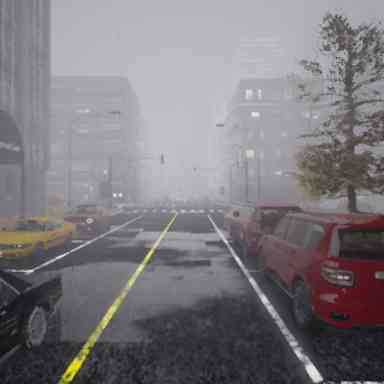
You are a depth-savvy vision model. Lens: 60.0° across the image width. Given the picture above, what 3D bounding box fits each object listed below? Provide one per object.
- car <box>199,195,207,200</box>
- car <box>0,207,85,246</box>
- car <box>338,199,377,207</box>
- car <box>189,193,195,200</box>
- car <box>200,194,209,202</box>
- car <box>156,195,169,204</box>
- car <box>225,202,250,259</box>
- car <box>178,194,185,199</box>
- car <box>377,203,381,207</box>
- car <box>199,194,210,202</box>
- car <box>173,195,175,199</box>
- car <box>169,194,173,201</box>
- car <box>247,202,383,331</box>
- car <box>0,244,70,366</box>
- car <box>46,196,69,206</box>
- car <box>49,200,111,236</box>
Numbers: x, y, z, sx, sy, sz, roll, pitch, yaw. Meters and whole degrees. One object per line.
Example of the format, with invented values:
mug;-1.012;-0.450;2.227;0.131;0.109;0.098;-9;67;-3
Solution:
car;2.682;1.355;83.459;1.802;1.307;4.206;1;0;0
car;-5.685;1.491;12.122;1.752;1.417;4.829;1;0;0
car;20.839;1.628;42.582;4.097;1.590;1.967;1;-1;0
car;-0.016;1.288;89.399;2.033;1.411;5.357;0;0;0
car;2.685;1.241;72.411;1.967;1.590;4.097;1;0;0
car;-5.694;1.357;61.207;1.752;1.417;4.829;1;0;0
car;2.697;1.280;12.291;2.192;1.841;5.009;1;0;0
car;-3.018;1.264;93.988;2.033;1.411;5.357;0;0;0
car;26.248;1.855;50.936;4.829;1.417;1.752;1;-1;0
car;2.685;1.360;66.888;1.887;1.381;4.507;1;0;0
car;-5.701;1.271;94.348;1.752;1.417;4.829;1;0;0
car;-5.697;1.346;72.424;1.887;1.381;4.507;1;0;0
car;2.699;1.296;6.731;2.192;1.841;5.009;1;0;0
car;-3.102;1.591;3.390;1.895;1.301;4.718;0;0;0
car;-17.260;1.142;42.249;4.507;1.381;1.887;1;-1;0
car;-5.685;1.390;17.851;1.967;1.590;4.097;1;0;0
